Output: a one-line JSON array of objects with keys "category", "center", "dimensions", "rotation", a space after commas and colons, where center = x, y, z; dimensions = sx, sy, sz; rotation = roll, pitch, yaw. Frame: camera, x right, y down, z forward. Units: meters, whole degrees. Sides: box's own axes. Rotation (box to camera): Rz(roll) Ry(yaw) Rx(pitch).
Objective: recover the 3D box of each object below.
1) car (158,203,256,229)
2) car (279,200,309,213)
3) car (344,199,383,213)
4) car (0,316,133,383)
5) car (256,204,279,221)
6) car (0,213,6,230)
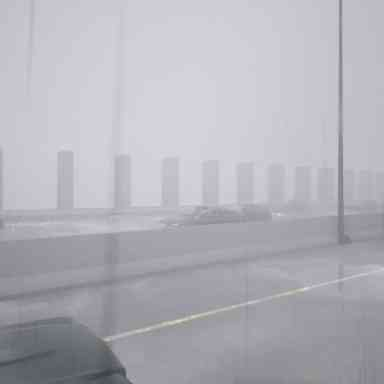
[{"category": "car", "center": [0.593, 1.488, 16.944], "dimensions": [4.902, 1.511, 2.128], "rotation": [0, 0, -33]}, {"category": "car", "center": [10.622, 1.553, 35.861], "dimensions": [4.181, 1.385, 1.994], "rotation": [0, 0, -32]}, {"category": "car", "center": [19.015, 1.534, 36.946], "dimensions": [5.357, 1.411, 2.033], "rotation": [0, 0, -32]}, {"category": "car", "center": [-2.647, 1.601, 1.866], "dimensions": [4.718, 1.301, 1.895], "rotation": [0, 0, -35]}, {"category": "car", "center": [3.511, 1.520, 23.060], "dimensions": [4.674, 1.442, 1.812], "rotation": [0, 0, -33]}, {"category": "car", "center": [-12.193, 1.506, 16.739], "dimensions": [4.892, 1.490, 1.837], "rotation": [0, 0, -35]}]
